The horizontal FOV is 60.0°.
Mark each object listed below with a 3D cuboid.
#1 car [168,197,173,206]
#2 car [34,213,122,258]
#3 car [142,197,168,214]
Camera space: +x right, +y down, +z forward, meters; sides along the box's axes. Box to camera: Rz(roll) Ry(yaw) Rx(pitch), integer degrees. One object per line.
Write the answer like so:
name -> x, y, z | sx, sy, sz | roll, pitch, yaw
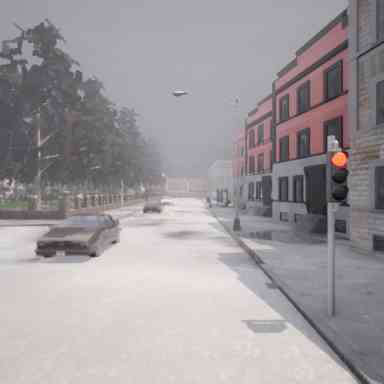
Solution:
car -> -4.038, 1.521, 54.411 | 1.812, 1.442, 4.674 | 0, 0, 0
car -> -4.089, 1.546, 13.025 | 2.033, 1.411, 5.357 | 0, 0, 0
car -> -4.068, 1.544, 35.688 | 2.033, 1.411, 5.357 | 0, 0, 0
